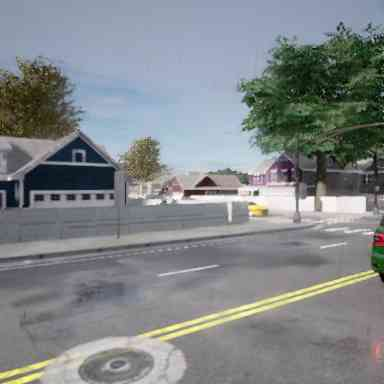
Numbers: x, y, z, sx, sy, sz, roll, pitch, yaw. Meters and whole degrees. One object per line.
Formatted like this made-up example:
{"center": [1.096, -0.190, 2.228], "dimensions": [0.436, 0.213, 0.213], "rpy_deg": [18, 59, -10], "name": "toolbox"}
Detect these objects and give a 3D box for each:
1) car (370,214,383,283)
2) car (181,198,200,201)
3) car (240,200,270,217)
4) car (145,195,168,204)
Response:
{"center": [6.600, 1.192, 8.160], "dimensions": [5.566, 2.045, 2.150], "rpy_deg": [0, 0, -35], "name": "car"}
{"center": [0.077, 1.488, 40.137], "dimensions": [2.097, 1.767, 4.553], "rpy_deg": [-1, 0, -31], "name": "car"}
{"center": [5.259, 1.551, 31.989], "dimensions": [1.882, 1.535, 5.008], "rpy_deg": [-1, 0, -33], "name": "car"}
{"center": [-5.274, 1.425, 49.382], "dimensions": [2.150, 2.045, 5.566], "rpy_deg": [-1, 0, -29], "name": "car"}
